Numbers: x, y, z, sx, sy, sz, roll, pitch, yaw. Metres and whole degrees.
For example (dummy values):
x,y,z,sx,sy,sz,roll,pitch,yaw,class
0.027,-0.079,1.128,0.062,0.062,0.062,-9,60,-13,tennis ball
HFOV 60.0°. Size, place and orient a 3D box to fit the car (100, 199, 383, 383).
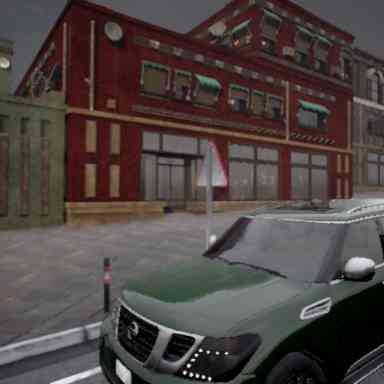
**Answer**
x,y,z,sx,sy,sz,roll,pitch,yaw,class
1.637,1.178,4.541,5.566,2.045,2.150,-2,1,-35,car
